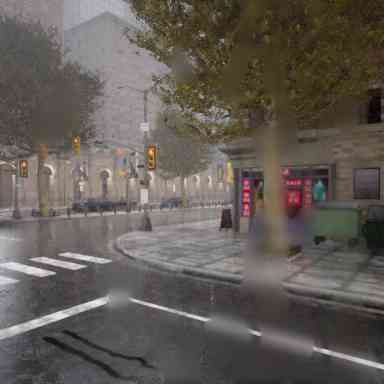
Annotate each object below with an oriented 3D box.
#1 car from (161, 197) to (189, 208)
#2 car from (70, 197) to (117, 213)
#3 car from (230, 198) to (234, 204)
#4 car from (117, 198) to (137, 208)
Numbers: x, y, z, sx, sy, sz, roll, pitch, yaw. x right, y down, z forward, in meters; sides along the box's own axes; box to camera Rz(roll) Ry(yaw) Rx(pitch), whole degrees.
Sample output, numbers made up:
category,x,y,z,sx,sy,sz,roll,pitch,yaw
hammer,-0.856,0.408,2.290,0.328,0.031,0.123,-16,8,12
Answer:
category,x,y,z,sx,sy,sz,roll,pitch,yaw
car,-2.401,1.500,47.392,1.837,1.490,4.892,0,1,36
car,-10.831,1.352,35.722,2.097,1.767,4.553,0,0,36
car,8.825,1.520,62.778,1.837,1.490,4.892,0,0,36
car,-10.215,1.595,47.935,1.895,1.301,4.718,0,0,36
